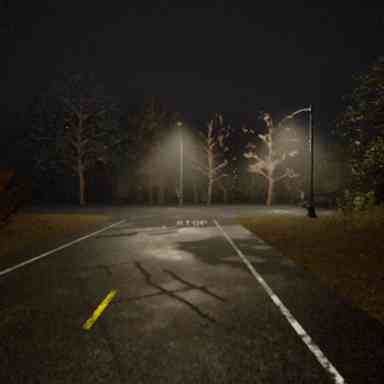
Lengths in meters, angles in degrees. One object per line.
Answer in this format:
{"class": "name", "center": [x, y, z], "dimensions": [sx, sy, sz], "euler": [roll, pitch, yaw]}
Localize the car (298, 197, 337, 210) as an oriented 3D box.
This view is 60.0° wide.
{"class": "car", "center": [16.079, 1.359, 42.876], "dimensions": [4.553, 1.767, 2.097], "euler": [1, 0, 0]}
